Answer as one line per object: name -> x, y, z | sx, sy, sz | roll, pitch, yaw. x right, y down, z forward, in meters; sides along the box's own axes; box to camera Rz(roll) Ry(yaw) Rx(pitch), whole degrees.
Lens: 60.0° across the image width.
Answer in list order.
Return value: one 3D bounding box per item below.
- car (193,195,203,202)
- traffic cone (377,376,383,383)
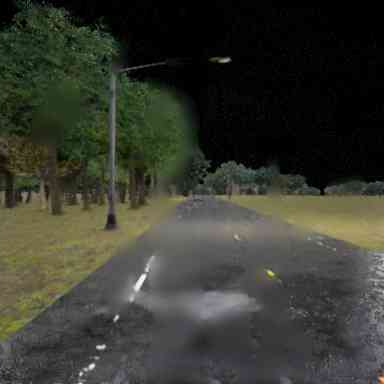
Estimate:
car -> 1.247, 1.406, 70.039 | 1.994, 1.385, 4.181 | 0, 0, 1
traffic cone -> 2.431, 1.977, 3.895 | 0.340, 0.580, 0.340 | 0, 0, 0
